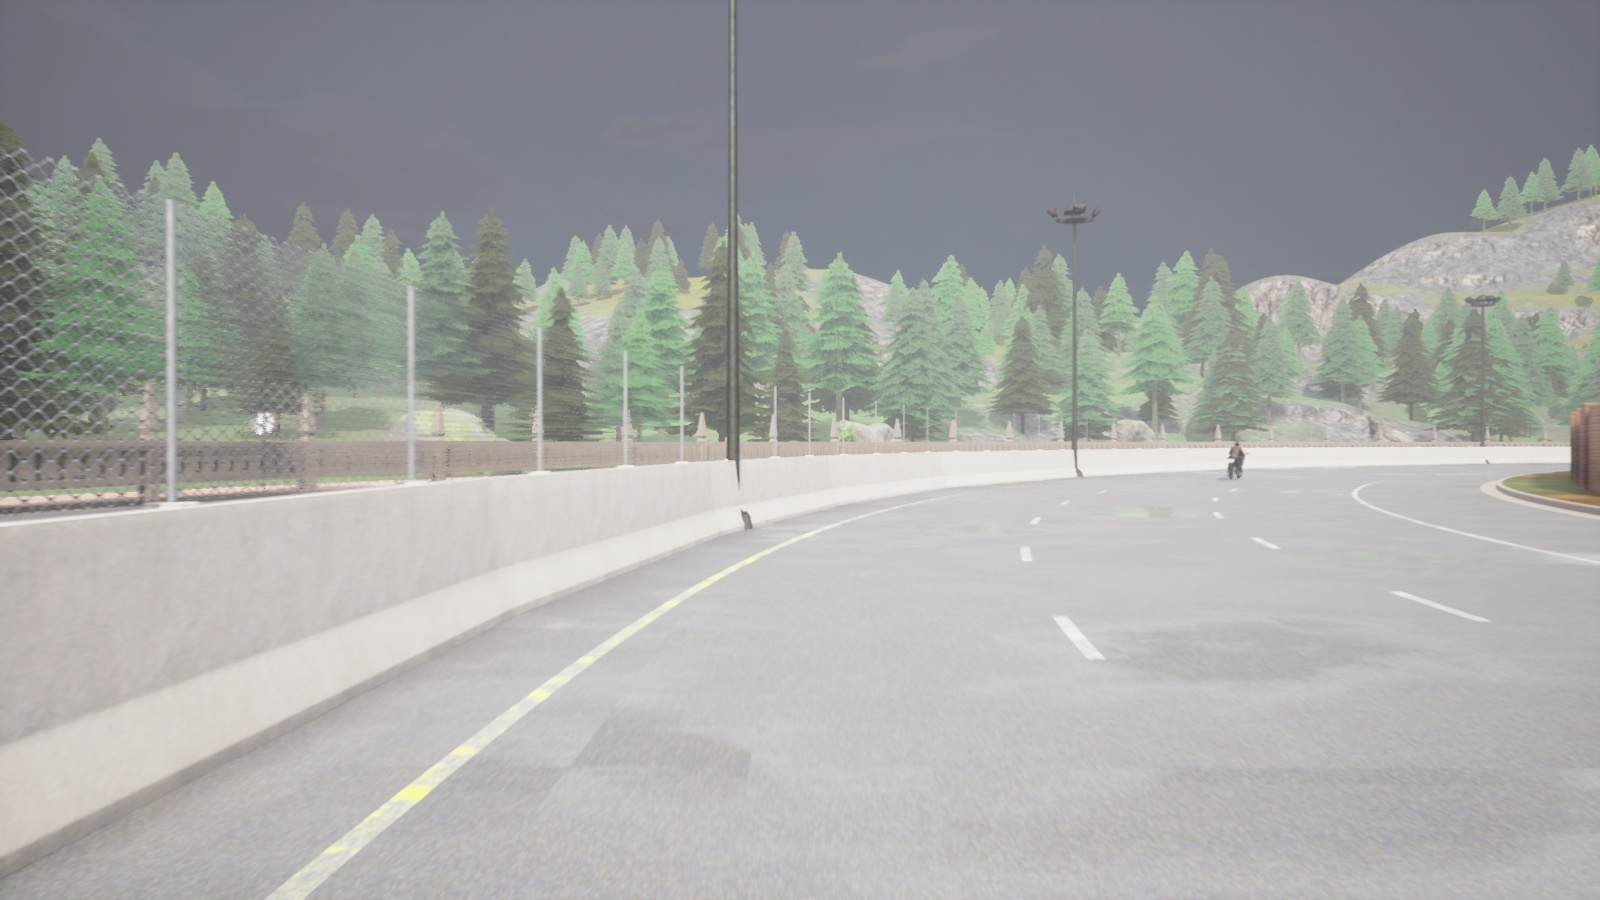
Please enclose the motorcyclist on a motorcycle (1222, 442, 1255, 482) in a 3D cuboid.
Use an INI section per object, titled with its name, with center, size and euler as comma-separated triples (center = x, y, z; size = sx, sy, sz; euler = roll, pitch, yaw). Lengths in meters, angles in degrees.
[motorcyclist on a motorcycle]
center = 17.603, 0.464, 50.393
size = 0.797, 1.523, 2.044
euler = 2, 1, 32
